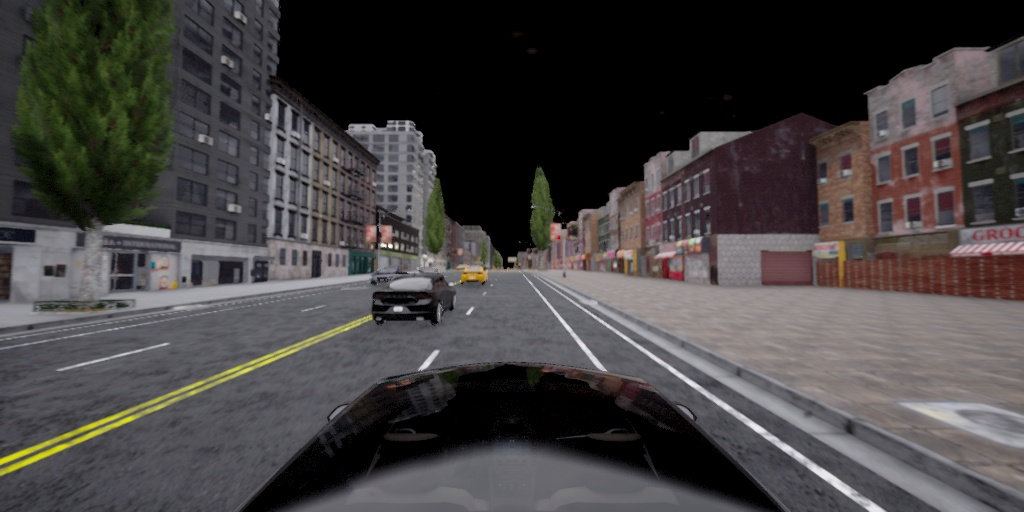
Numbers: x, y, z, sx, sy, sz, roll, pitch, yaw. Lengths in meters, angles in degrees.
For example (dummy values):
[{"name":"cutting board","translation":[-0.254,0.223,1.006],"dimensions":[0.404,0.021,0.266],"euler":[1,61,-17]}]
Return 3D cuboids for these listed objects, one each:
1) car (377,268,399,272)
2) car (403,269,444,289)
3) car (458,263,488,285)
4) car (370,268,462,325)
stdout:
[{"name":"car","translation":[-9.832,1.649,29.039],"dimensions":[1.994,1.385,4.181],"euler":[0,-1,0]},{"name":"car","translation":[-6.586,1.661,27.179],"dimensions":[1.895,1.301,4.718],"euler":[0,-1,0]},{"name":"car","translation":[-3.137,1.587,30.785],"dimensions":[1.882,1.535,5.008],"euler":[0,-1,0]},{"name":"car","translation":[-3.150,1.347,12.416],"dimensions":[1.882,1.535,5.008],"euler":[0,-1,0]}]
